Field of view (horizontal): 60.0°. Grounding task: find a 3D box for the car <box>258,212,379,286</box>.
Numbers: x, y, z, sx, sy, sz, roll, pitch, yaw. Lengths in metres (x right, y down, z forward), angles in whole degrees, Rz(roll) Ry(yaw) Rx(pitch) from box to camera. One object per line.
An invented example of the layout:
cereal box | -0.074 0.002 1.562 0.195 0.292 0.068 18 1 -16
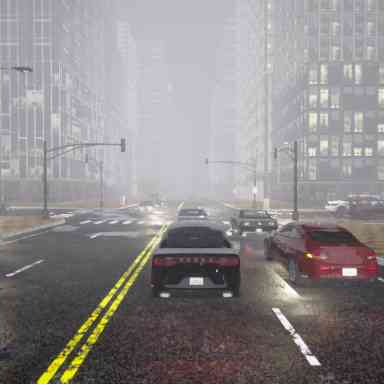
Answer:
car | 3.317 1.521 9.307 1.812 1.442 4.674 0 0 0

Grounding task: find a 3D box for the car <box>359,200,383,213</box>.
car | 21.677 1.643 37.478 4.829 1.417 1.752 1 0 1

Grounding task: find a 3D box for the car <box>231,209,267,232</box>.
car | 3.285 1.591 18.548 1.895 1.301 4.718 0 0 0

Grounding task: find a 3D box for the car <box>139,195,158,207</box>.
car | -6.770 1.528 50.633 1.994 1.385 4.181 0 0 0

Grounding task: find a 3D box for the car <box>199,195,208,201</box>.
car | 2.961 1.449 81.943 2.128 1.511 4.902 0 0 0

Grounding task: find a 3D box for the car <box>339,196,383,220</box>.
car | 16.098 1.519 29.172 5.009 1.841 2.192 1 0 1

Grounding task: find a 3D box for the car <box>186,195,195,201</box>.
car | -0.286 1.426 80.946 1.837 1.490 4.892 0 0 0

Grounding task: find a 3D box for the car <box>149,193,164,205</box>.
car | -6.787 1.176 59.666 2.150 2.045 5.566 0 0 0

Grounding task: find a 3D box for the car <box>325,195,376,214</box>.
car | 17.043 1.341 34.940 5.566 2.045 2.150 1 1 1

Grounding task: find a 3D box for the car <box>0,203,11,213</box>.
car | -20.095 1.365 32.230 4.674 1.442 1.812 1 1 1

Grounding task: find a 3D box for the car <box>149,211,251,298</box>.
car | 0.065 1.474 8.546 1.882 1.535 5.008 0 0 0

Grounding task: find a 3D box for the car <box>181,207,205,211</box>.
car | 0.033 1.538 18.425 2.033 1.411 5.357 0 0 0

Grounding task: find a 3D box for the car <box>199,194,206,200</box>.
car | 2.925 1.432 91.806 1.812 1.442 4.674 0 0 0
